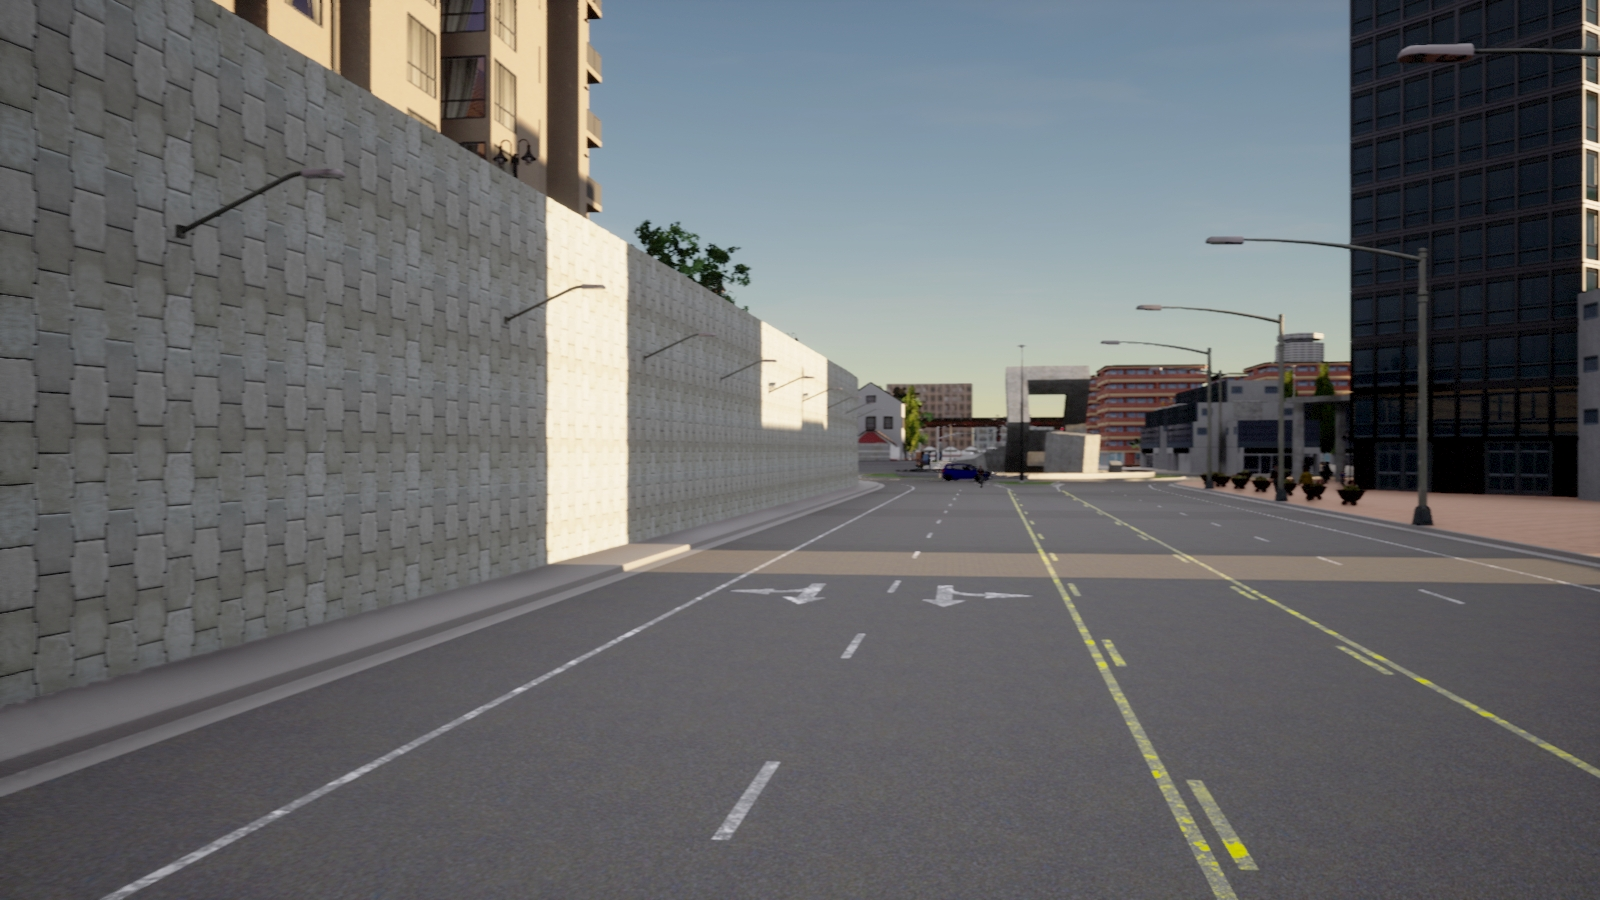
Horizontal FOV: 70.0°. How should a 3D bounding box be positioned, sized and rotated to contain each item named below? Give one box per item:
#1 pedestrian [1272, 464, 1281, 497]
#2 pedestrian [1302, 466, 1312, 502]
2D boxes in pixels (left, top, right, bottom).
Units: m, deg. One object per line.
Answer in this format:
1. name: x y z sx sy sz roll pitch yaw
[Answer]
1. pedestrian: 27.579 1.767 66.145 0.375 1.860 0.375 0 0 9
2. pedestrian: 26.441 1.760 59.571 0.375 1.860 0.375 0 0 10
